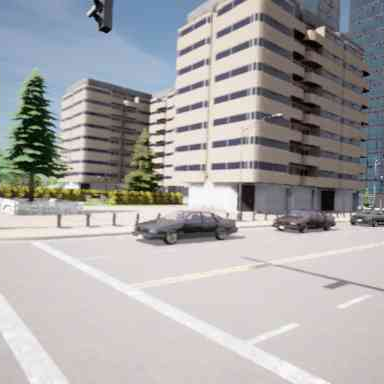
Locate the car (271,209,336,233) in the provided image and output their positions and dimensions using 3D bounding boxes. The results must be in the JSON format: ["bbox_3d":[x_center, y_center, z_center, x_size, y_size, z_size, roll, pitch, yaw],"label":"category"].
[{"bbox_3d":[7.609,1.873,22.195,5.357,1.411,2.033,2,0,-40],"label":"car"}]

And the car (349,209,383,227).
[{"bbox_3d":[15.360,2.201,28.643,4.181,1.385,1.994,2,0,-38],"label":"car"}]

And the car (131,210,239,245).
[{"bbox_3d":[-0.128,1.563,15.731,5.357,1.411,2.033,2,0,-40],"label":"car"}]
